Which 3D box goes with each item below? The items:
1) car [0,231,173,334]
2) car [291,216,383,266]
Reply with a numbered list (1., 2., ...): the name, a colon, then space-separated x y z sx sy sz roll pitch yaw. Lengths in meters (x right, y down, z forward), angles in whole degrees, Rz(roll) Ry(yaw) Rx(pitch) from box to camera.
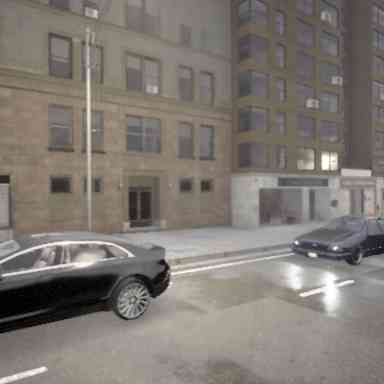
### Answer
1. car: -2.674 1.494 5.759 4.902 1.511 2.128 0 0 -35
2. car: 5.920 1.572 11.884 5.357 1.411 2.033 0 0 -35
